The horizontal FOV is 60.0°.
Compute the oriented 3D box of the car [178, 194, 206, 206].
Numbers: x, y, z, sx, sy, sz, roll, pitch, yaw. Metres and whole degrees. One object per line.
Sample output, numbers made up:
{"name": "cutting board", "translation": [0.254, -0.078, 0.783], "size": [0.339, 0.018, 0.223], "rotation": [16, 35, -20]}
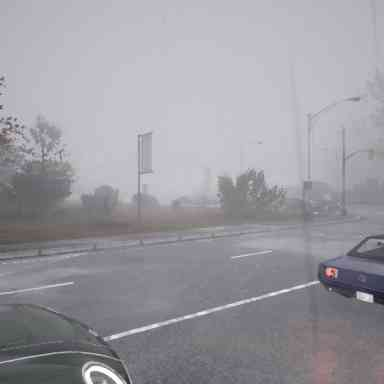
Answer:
{"name": "car", "translation": [-0.582, 1.301, 51.083], "size": [1.837, 1.490, 4.892], "rotation": [-1, 0, -39]}

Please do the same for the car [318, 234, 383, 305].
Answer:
{"name": "car", "translation": [4.896, 1.573, 7.223], "size": [4.718, 1.301, 1.895], "rotation": [0, 0, -35]}

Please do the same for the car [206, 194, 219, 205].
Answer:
{"name": "car", "translation": [2.295, 1.117, 53.089], "size": [2.097, 1.767, 4.553], "rotation": [-1, 0, -39]}

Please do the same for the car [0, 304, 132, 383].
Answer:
{"name": "car", "translation": [-2.576, 1.352, 1.886], "size": [4.553, 1.767, 2.097], "rotation": [0, 0, -36]}

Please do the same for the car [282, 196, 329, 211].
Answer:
{"name": "car", "translation": [11.686, 1.291, 35.698], "size": [1.837, 1.490, 4.892], "rotation": [-1, 0, -38]}

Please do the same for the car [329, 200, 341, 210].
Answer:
{"name": "car", "translation": [14.407, 1.247, 37.932], "size": [2.128, 1.511, 4.902], "rotation": [-1, 0, -39]}
